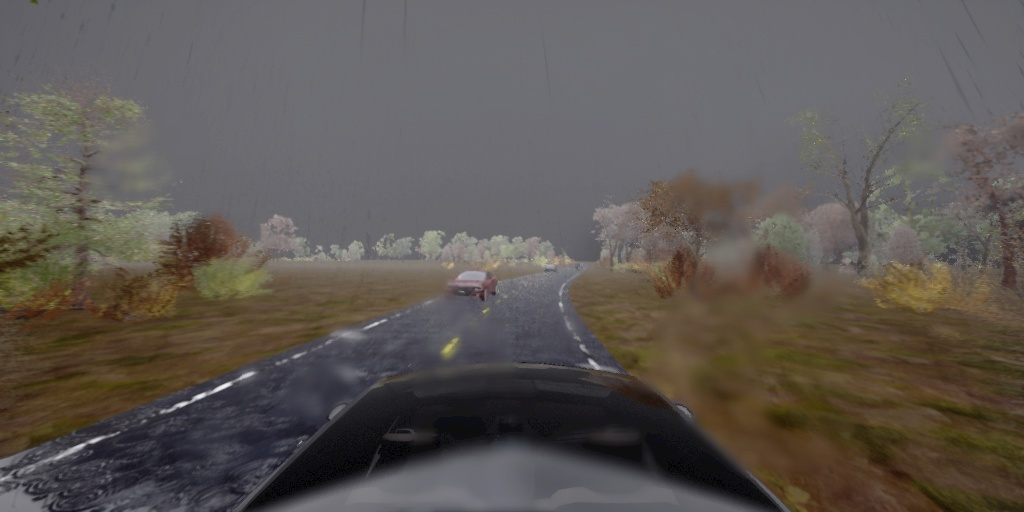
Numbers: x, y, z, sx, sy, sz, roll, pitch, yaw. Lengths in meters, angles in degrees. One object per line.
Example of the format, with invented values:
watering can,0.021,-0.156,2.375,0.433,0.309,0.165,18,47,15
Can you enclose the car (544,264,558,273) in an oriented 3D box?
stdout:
car,6.519,2.065,60.200,1.882,1.535,5.008,0,-1,13

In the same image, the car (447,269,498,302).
car,-1.969,1.452,19.032,1.882,1.535,5.008,0,-1,7
